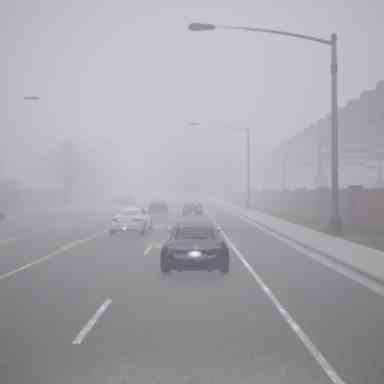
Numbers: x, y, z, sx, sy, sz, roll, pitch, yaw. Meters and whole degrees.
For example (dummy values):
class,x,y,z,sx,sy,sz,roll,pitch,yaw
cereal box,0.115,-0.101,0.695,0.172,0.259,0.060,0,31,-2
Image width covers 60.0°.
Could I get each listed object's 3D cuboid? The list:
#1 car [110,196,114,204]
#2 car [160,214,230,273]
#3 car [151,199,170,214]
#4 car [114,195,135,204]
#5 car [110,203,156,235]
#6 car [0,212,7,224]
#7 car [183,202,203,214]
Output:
class,x,y,z,sx,sy,sz,roll,pitch,yaw
car,-14.059,1.374,62.452,1.882,1.535,5.008,0,0,0
car,0.086,1.631,10.893,1.994,1.385,4.181,0,0,0
car,-3.425,1.475,35.278,1.882,1.535,5.008,0,0,0
car,-10.600,1.280,53.751,2.097,1.767,4.553,0,0,0
car,-3.413,1.586,19.092,1.812,1.442,4.674,0,0,0
car,-14.114,1.655,21.423,1.895,1.301,4.718,0,0,0
car,0.078,1.611,31.979,1.895,1.301,4.718,0,0,0
